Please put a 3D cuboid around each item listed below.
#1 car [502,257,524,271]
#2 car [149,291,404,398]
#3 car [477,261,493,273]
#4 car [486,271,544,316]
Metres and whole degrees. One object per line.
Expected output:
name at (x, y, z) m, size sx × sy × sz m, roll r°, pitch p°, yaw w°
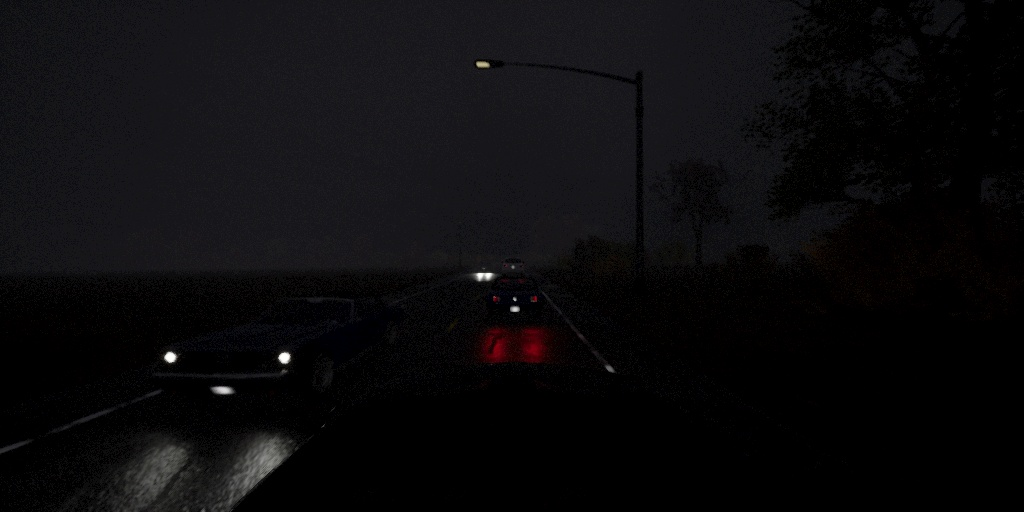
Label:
car at (0.103, 1.145, 37.672) m, size 2.150 × 2.045 × 5.566 m, roll 0°, pitch 0°, yaw 0°
car at (-3.600, 1.376, 6.672) m, size 1.895 × 1.301 × 4.718 m, roll 0°, pitch 0°, yaw 0°
car at (-3.571, 1.454, 48.372) m, size 2.128 × 1.511 × 4.902 m, roll 0°, pitch 0°, yaw 0°
car at (0.100, 1.411, 13.634) m, size 1.895 × 1.301 × 4.718 m, roll 0°, pitch 0°, yaw 0°
